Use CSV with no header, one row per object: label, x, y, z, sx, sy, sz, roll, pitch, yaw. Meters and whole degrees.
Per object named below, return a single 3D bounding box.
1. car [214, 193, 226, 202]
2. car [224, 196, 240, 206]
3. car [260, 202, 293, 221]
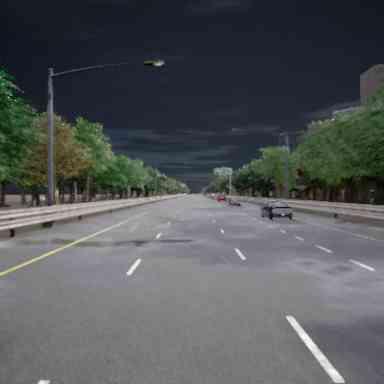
car,7.370,1.470,82.676,2.150,2.045,5.566,0,0,1
car,7.180,1.706,57.624,2.033,1.411,5.357,0,0,0
car,7.042,1.554,28.059,2.128,1.511,4.902,0,0,0
